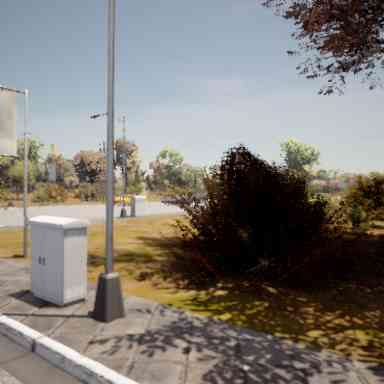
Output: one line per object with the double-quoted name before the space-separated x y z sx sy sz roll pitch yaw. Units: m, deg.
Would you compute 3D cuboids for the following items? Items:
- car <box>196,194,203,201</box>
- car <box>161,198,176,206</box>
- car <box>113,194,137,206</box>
"car" 1.074 1.037 58.664 1.994 1.385 4.181 1 1 34
"car" -2.155 1.163 47.738 2.033 1.411 5.357 1 0 34
"car" -8.596 1.048 44.438 1.882 1.535 5.008 1 1 34
